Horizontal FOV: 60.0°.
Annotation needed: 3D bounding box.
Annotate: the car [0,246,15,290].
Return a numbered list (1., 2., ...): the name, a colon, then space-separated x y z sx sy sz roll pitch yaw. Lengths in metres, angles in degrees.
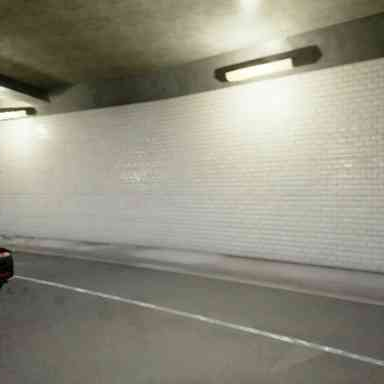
1. car: -6.014 1.484 7.250 4.902 1.511 2.128 0 0 28
